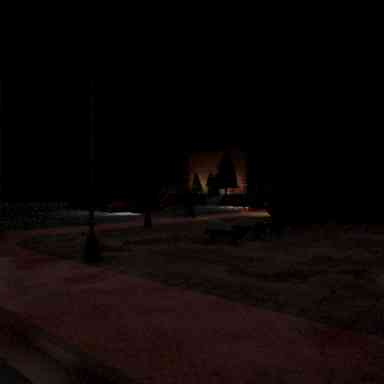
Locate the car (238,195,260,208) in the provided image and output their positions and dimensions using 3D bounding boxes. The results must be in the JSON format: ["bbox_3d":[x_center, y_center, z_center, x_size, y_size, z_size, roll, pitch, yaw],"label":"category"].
[{"bbox_3d":[9.416,1.651,50.187,1.837,1.490,4.892,0,0,42],"label":"car"}]

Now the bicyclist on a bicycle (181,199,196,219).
[{"bbox_3d":[-0.286,1.390,27.052,1.656,1.620,0.582,-1,-1,41],"label":"bicyclist on a bicycle"}]

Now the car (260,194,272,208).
[{"bbox_3d":[12.282,1.485,48.143,2.097,1.767,4.553,0,0,42],"label":"car"}]

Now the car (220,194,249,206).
[{"bbox_3d":[7.197,1.401,58.384,2.150,2.045,5.566,0,0,41],"label":"car"}]

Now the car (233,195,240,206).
[{"bbox_3d":[9.412,1.641,55.604,1.882,1.535,5.008,0,-1,41],"label":"car"}]

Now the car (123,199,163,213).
[{"bbox_3d":[-5.403,1.702,38.670,1.994,1.385,4.181,0,0,41],"label":"car"}]

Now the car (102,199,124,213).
[{"bbox_3d":[-8.519,1.628,40.421,1.882,1.535,5.008,0,0,41],"label":"car"}]
